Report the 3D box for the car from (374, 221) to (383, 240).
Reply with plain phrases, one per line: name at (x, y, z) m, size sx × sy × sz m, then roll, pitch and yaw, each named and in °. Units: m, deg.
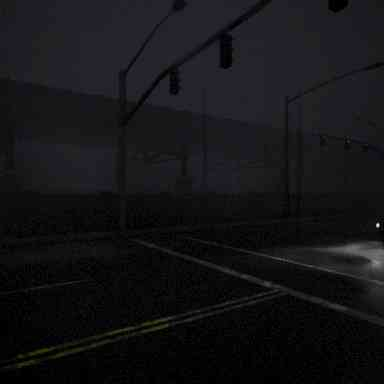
car at (10.670, 1.599, 15.875) m, size 4.718 × 1.301 × 1.895 m, roll 0°, pitch 0°, yaw -35°
